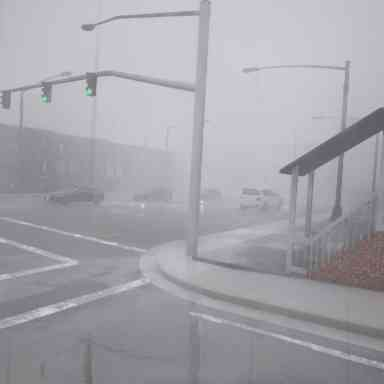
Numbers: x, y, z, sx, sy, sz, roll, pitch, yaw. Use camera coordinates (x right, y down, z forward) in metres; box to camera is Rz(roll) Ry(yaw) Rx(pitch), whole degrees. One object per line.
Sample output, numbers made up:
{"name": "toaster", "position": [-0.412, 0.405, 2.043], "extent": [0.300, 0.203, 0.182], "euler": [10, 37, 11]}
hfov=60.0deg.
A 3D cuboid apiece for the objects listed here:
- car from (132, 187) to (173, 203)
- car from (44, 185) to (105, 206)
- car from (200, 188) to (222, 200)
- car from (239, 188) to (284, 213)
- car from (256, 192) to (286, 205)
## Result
{"name": "car", "position": [-3.942, 0.240, 34.081], "extent": [1.837, 1.490, 4.892], "euler": [5, 3, 36]}
{"name": "car", "position": [-9.285, 0.225, 26.667], "extent": [2.128, 1.511, 4.902], "euler": [5, 3, 36]}
{"name": "car", "position": [1.995, 0.243, 42.297], "extent": [1.837, 1.490, 4.892], "euler": [5, 3, 36]}
{"name": "car", "position": [6.293, 0.675, 30.002], "extent": [2.150, 2.045, 5.566], "euler": [5, 3, 36]}
{"name": "car", "position": [9.691, 0.785, 40.735], "extent": [1.994, 1.385, 4.181], "euler": [5, 3, 36]}
